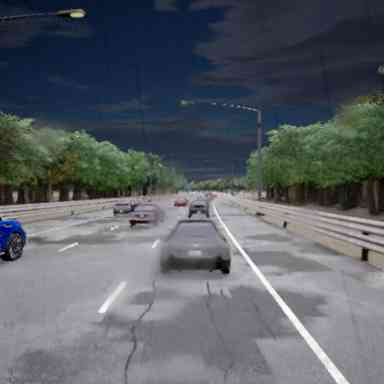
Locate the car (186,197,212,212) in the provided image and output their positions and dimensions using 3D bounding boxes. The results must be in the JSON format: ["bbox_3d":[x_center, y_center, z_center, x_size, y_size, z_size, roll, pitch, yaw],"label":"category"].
[{"bbox_3d":[0.674,1.510,31.320,1.837,1.490,4.892,0,0,2],"label":"car"}]

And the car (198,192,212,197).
[{"bbox_3d":[1.503,1.342,49.126,2.097,1.767,4.553,0,0,3],"label":"car"}]

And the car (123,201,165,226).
[{"bbox_3d":[-3.033,1.563,23.216,2.033,1.411,5.357,0,0,2],"label":"car"}]

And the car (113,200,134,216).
[{"bbox_3d":[-6.206,1.516,32.162,2.128,1.511,4.902,0,0,2],"label":"car"}]

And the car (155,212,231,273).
[{"bbox_3d":[0.117,1.567,10.680,1.994,1.385,4.181,0,0,1],"label":"car"}]

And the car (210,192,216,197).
[{"bbox_3d":[4.591,1.127,89.771,2.150,2.045,5.566,0,0,6],"label":"car"}]

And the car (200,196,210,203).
[{"bbox_3d":[2.656,1.490,66.927,1.812,1.442,4.674,0,0,4],"label":"car"}]

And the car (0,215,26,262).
[{"bbox_3d":[-6.834,1.244,9.115,2.150,2.045,5.566,0,0,1],"label":"car"}]

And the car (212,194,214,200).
[{"bbox_3d":[3.601,1.533,78.913,1.895,1.301,4.718,0,0,5],"label":"car"}]

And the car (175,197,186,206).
[{"bbox_3d":[-1.645,1.557,53.627,1.994,1.385,4.181,0,0,3],"label":"car"}]
